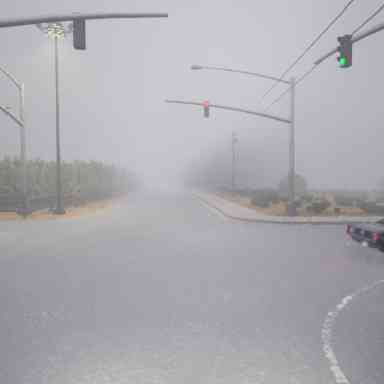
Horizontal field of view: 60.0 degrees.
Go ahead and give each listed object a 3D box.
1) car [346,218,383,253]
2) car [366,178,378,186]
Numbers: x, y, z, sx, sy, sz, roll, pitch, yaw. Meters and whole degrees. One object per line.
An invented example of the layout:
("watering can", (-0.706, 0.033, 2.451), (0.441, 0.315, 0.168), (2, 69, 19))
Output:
("car", (7.336, 1.256, 9.916), (4.718, 1.301, 1.895), (0, 3, -2))
("car", (42.121, -2.288, 77.596), (1.905, 1.878, 3.866), (10, 10, 41))
